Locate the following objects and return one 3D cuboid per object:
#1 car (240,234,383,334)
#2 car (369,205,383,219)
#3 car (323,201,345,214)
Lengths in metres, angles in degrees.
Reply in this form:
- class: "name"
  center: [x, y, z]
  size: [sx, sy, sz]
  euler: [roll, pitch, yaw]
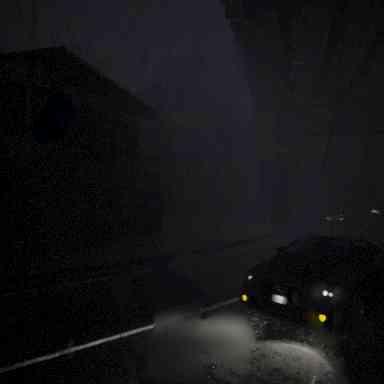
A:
- class: "car"
  center: [2.848, 1.624, 6.980]
  size: [1.994, 1.385, 4.181]
  euler: [0, -1, 44]
- class: "car"
  center: [20.578, 2.071, 35.533]
  size: [2.033, 1.411, 5.357]
  euler: [0, -1, 14]
- class: "car"
  center: [19.202, 2.279, 45.330]
  size: [1.895, 1.301, 4.718]
  euler: [0, -1, 14]
